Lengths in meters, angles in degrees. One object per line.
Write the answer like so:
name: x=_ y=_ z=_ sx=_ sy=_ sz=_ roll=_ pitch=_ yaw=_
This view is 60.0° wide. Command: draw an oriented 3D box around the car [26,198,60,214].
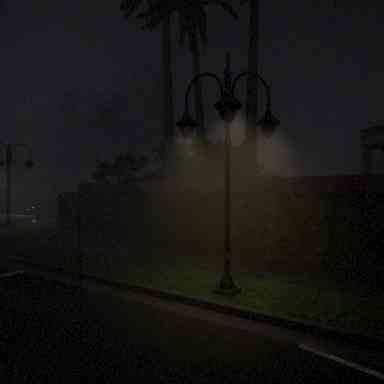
car: x=-13.670 y=1.337 z=32.557 sx=1.837 sy=1.490 sz=4.892 roll=0 pitch=0 yaw=36
